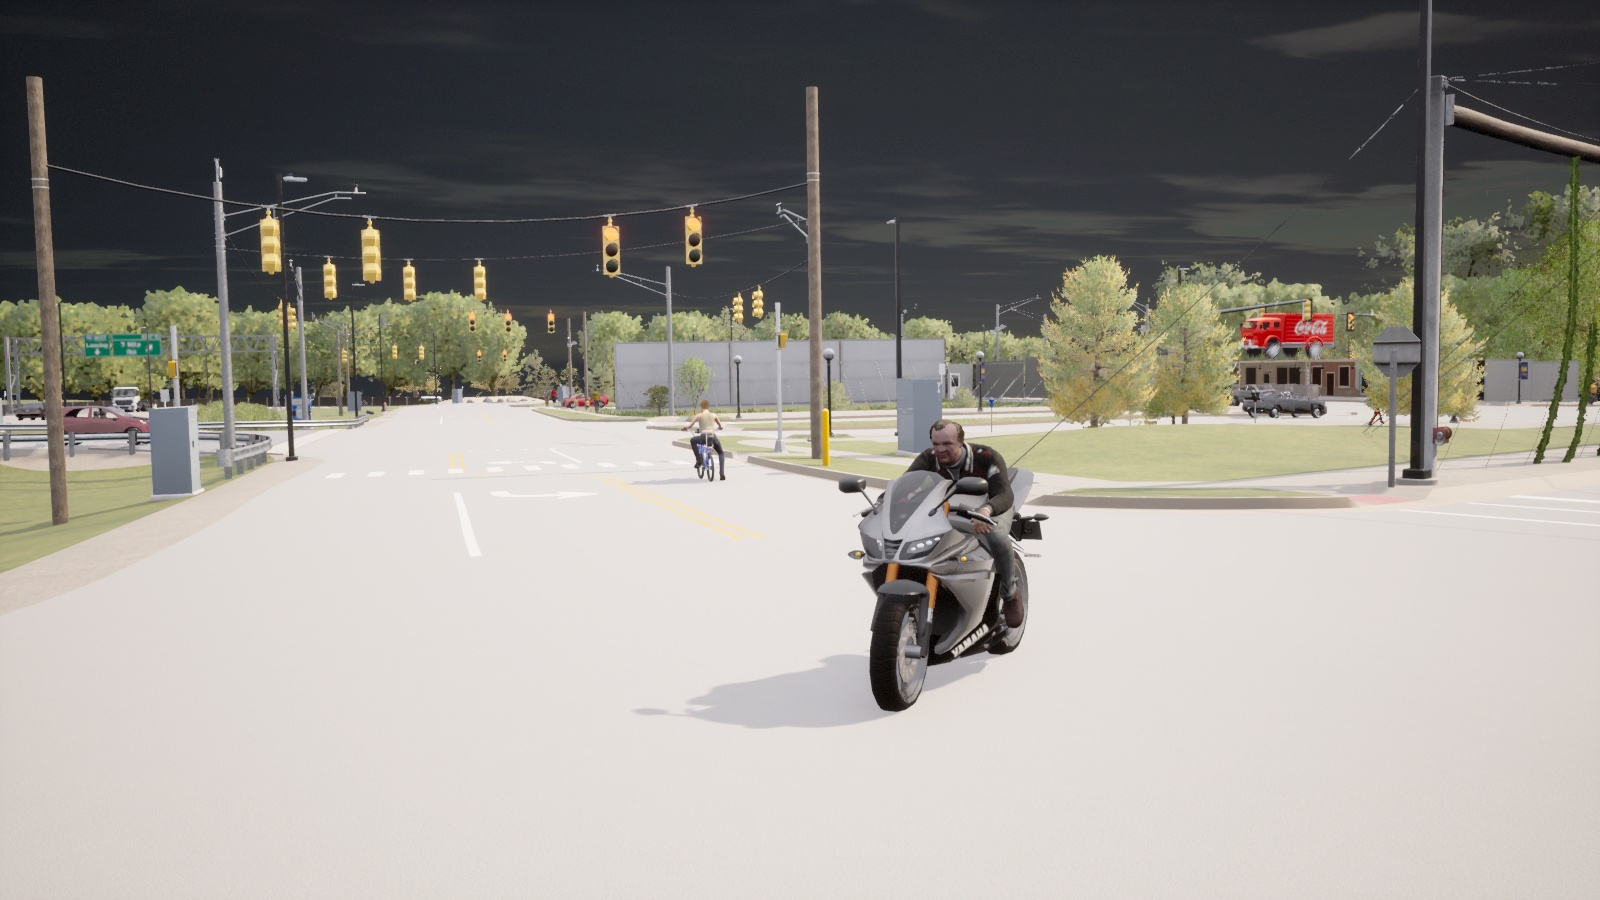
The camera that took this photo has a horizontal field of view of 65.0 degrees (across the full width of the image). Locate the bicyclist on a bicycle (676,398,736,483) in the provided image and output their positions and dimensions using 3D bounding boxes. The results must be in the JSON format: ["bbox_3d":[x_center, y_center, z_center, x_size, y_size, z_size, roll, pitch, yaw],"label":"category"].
[{"bbox_3d":[-1.887,-0.210,24.951,0.866,1.612,1.509,-2,3,-16],"label":"bicyclist on a bicycle"}]

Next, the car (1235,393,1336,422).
[{"bbox_3d":[26.542,-2.332,68.681,4.902,1.511,2.128,-1,3,-20],"label":"car"}]

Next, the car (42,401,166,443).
[{"bbox_3d":[-26.078,-1.087,47.184,3.633,1.501,1.845,-1,3,-11],"label":"car"}]

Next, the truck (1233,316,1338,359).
[{"bbox_3d":[28.991,-6.728,75.105,5.204,2.467,2.627,-1,6,-15],"label":"truck"}]

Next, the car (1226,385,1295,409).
[{"bbox_3d":[33.325,-3.853,91.031,2.152,1.651,5.027,-2,4,-15],"label":"car"}]

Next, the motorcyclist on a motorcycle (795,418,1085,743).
[{"bbox_3d":[0.895,0.607,7.232,0.866,1.530,2.191,0,3,29],"label":"motorcyclist on a motorcycle"}]
